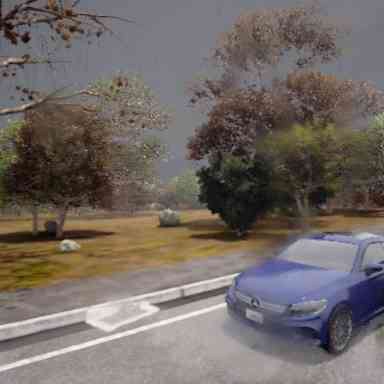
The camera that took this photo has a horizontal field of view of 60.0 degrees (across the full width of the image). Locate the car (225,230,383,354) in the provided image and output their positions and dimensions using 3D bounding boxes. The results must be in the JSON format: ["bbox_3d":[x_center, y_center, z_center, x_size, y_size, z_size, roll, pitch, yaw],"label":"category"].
[{"bbox_3d":[2.701,1.506,6.242,4.674,1.442,1.812,0,0,-39],"label":"car"}]
